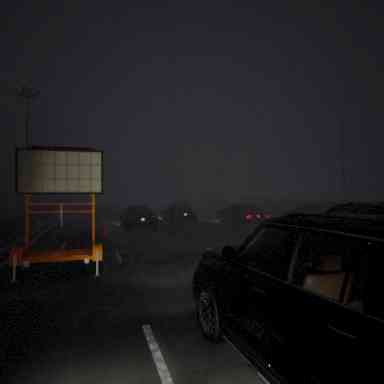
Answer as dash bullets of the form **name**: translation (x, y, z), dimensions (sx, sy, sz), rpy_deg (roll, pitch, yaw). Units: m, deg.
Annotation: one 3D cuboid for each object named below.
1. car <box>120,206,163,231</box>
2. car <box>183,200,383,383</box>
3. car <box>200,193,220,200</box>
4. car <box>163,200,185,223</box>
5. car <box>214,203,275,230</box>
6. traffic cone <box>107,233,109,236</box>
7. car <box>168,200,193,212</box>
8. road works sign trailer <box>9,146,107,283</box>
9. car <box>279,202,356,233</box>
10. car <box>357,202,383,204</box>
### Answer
- **car**: translation (-3.398, 1.562, 20.979), dimensions (1.994, 1.385, 4.181), rpy_deg (0, 0, -16)
- **car**: translation (1.721, 1.220, 3.612), dimensions (2.150, 2.045, 5.566), rpy_deg (0, 0, -17)
- **car**: translation (3.616, 1.206, 65.424), dimensions (3.866, 1.878, 1.905), rpy_deg (0, 0, -16)
- **car**: translation (-1.038, 1.561, 25.344), dimensions (1.994, 1.385, 4.181), rpy_deg (0, 0, -16)
- **car**: translation (3.363, 1.545, 22.799), dimensions (2.033, 1.411, 5.357), rpy_deg (0, 0, -16)
- **traffic cone**: translation (-4.440, 1.954, 17.049), dimensions (0.340, 0.580, 0.340), rpy_deg (0, 0, -16)
- **car**: translation (-1.419, 1.596, 38.983), dimensions (1.895, 1.301, 4.718), rpy_deg (0, 0, -16)
- **road works sign trailer**: translation (-3.883, 0.463, 9.915), dimensions (2.380, 3.560, 2.880), rpy_deg (0, 0, -16)
- **car**: translation (7.599, 1.475, 20.813), dimensions (1.882, 1.535, 5.008), rpy_deg (0, 0, -16)
- **car**: translation (4.211, 1.221, 7.581), dimensions (2.150, 2.045, 5.566), rpy_deg (0, 0, -16)
